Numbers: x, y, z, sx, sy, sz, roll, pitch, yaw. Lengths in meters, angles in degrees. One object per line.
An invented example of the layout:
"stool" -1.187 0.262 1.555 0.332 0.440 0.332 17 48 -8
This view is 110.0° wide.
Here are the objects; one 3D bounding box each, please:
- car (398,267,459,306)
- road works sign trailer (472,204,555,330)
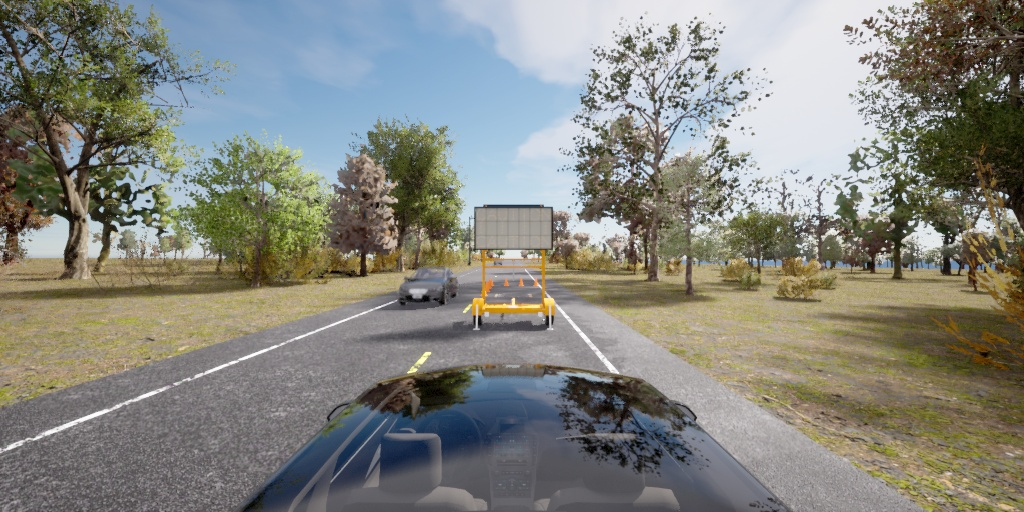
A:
"car" -3.532 1.249 15.889 2.128 1.511 4.902 0 0 0
"road works sign trailer" 0.050 0.218 11.094 2.380 3.560 2.880 0 0 0
